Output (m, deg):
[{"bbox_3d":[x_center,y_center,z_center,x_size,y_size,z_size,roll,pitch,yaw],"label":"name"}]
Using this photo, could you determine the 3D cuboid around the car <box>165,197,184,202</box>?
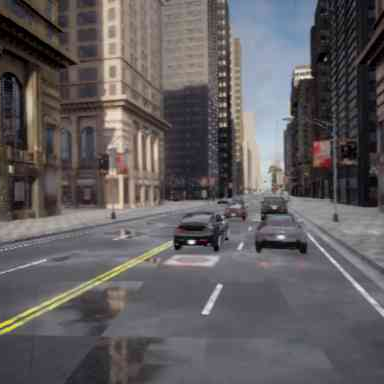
[{"bbox_3d":[-4.598,2.182,94.238,4.507,1.381,1.887,0,0,13],"label":"car"}]

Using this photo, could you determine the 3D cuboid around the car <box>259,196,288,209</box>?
[{"bbox_3d":[6.986,1.347,28.420,2.150,2.045,5.566,-1,0,13],"label":"car"}]

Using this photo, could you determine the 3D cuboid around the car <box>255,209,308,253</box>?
[{"bbox_3d":[3.703,1.627,14.091,1.994,1.385,4.181,-1,0,13],"label":"car"}]

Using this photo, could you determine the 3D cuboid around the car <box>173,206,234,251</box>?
[{"bbox_3d":[0.529,1.615,14.793,1.837,1.490,4.892,-1,0,13],"label":"car"}]

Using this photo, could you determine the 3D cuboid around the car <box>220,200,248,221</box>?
[{"bbox_3d":[3.906,1.703,29.485,1.812,1.442,4.674,-1,0,13],"label":"car"}]

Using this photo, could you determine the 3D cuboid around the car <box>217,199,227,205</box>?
[{"bbox_3d":[6.362,2.042,69.228,1.895,1.301,4.718,-1,0,13],"label":"car"}]

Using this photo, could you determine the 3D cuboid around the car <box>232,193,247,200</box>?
[{"bbox_3d":[9.462,1.627,68.233,2.150,2.045,5.566,-1,0,13],"label":"car"}]
